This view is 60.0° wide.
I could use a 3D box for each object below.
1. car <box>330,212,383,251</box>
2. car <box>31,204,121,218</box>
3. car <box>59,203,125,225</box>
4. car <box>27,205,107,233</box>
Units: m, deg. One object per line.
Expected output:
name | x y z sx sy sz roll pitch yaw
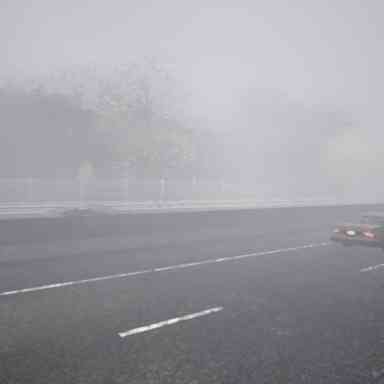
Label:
car | 7.884 1.539 13.663 5.357 1.411 2.033 0 0 -36
car | -6.193 1.503 16.745 4.892 1.490 1.837 0 0 -35
car | -7.333 1.560 24.509 4.181 1.385 1.994 0 0 -35
car | -7.519 1.561 20.094 4.181 1.385 1.994 0 0 -35
